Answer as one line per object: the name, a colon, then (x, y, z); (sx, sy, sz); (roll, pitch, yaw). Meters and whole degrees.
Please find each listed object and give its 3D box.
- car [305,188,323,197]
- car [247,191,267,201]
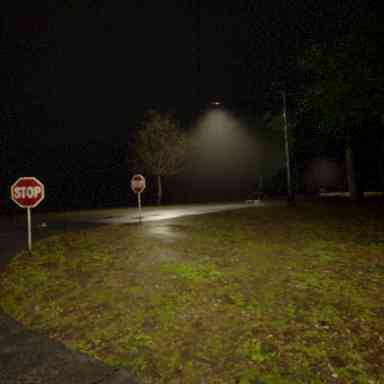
car: (21.441, 0.023, 59.201); (1.882, 1.535, 5.008); (-3, -1, 29)
car: (10.717, 0.630, 54.771); (1.837, 1.490, 4.892); (-4, -1, 34)
